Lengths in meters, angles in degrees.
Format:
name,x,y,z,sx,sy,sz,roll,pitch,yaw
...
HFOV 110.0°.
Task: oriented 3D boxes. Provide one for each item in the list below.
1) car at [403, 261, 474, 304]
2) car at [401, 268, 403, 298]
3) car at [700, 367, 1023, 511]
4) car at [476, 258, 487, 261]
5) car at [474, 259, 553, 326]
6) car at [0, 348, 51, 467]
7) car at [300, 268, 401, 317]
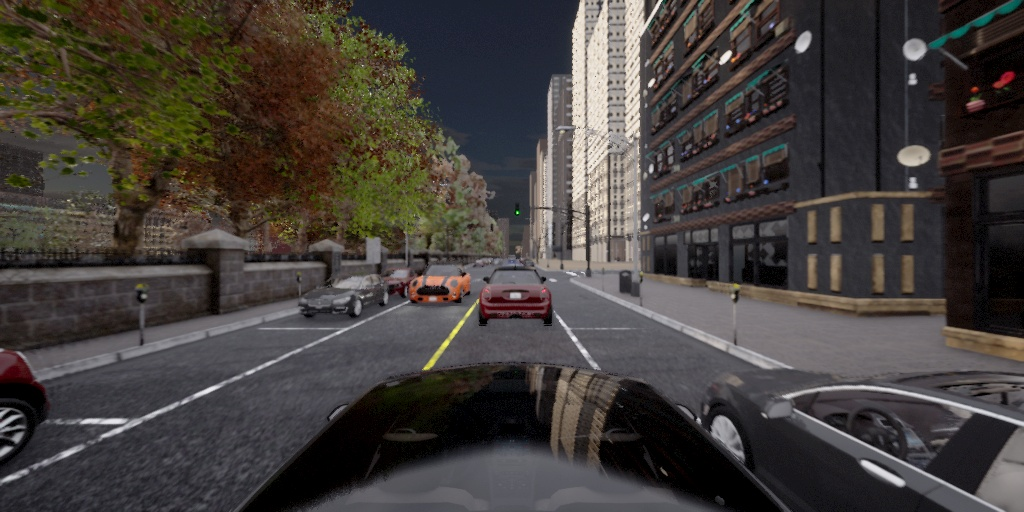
name,x,y,z,sx,sy,sz,roll,pitch,yaw
car,-3.079,1.094,16.231,2.097,1.767,4.553,0,0,0
car,-5.822,1.286,18.429,1.888,1.381,4.507,0,0,0
car,2.689,1.300,1.816,2.007,1.370,4.403,0,0,0
car,-5.697,1.324,61.979,1.802,1.307,4.207,0,0,0
car,0.099,1.095,11.841,2.097,1.767,4.553,0,0,0
car,-5.692,1.190,1.813,1.967,1.591,4.097,0,0,0
car,-5.770,1.294,12.889,2.007,1.370,4.403,0,0,0
